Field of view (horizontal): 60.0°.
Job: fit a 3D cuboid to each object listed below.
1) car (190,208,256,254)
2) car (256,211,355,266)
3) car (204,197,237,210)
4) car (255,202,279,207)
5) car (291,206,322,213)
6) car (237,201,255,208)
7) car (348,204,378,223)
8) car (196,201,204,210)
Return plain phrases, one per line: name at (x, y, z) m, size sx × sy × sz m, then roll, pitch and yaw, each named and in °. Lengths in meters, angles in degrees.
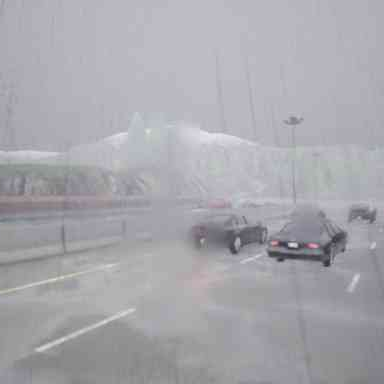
car at (1.748, 1.667, 14.527) m, size 1.837 × 1.490 × 4.892 m, roll -1°, pitch -1°, yaw 33°
car at (4.396, 1.664, 12.171) m, size 2.033 × 1.411 × 5.357 m, roll -1°, pitch -1°, yaw 33°
car at (4.541, 1.819, 52.458) m, size 2.150 × 2.045 × 5.566 m, roll -1°, pitch -1°, yaw 31°
car at (11.726, 2.129, 50.926) m, size 1.895 × 1.301 × 4.718 m, roll -1°, pitch -1°, yaw 30°
car at (9.389, 1.803, 26.758) m, size 2.033 × 1.411 × 5.357 m, roll -1°, pitch -1°, yaw 32°
car at (8.880, 2.120, 52.945) m, size 2.033 × 1.411 × 5.357 m, roll -1°, pitch -1°, yaw 30°
car at (14.385, 1.742, 28.095) m, size 1.837 × 1.490 × 4.892 m, roll -1°, pitch 0°, yaw 32°
car at (2.386, 2.216, 55.738) m, size 1.994 × 1.385 × 4.181 m, roll -1°, pitch -1°, yaw 30°
